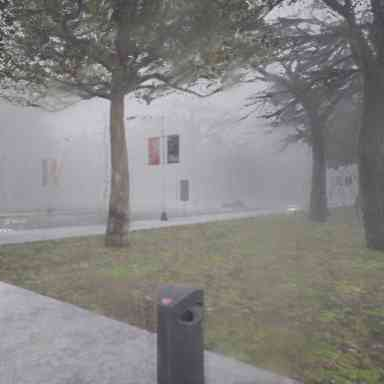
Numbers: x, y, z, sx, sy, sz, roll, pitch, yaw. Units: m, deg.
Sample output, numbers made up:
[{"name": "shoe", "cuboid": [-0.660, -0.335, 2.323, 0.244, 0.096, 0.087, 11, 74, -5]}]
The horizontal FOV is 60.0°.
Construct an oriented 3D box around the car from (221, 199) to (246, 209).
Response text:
[{"name": "car", "cuboid": [6.737, 1.902, 53.558, 2.033, 1.411, 5.357, -1, -1, 36]}]
